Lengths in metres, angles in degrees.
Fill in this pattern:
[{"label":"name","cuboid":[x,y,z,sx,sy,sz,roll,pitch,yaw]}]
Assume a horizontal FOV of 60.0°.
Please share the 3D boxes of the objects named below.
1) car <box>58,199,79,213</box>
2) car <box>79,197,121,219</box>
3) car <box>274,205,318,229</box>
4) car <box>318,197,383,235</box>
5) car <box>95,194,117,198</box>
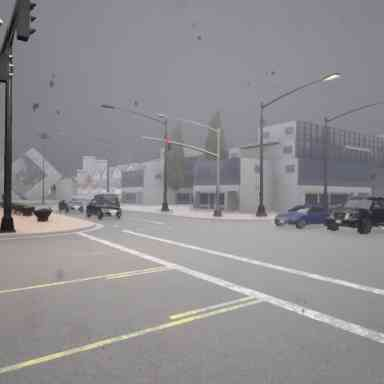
[{"label":"car","cuboid":[-13.651,1.499,37.373,2.128,1.511,4.902,1,0,-35]},{"label":"car","cuboid":[-7.749,1.501,28.899,2.128,1.511,4.902,1,0,-35]},{"label":"car","cuboid":[7.566,1.622,22.306,4.674,1.442,1.812,1,0,-36]},{"label":"car","cuboid":[10.353,1.327,19.997,5.566,2.045,2.150,1,0,-36]},{"label":"car","cuboid":[-10.397,1.263,39.045,2.150,2.045,5.566,1,0,-35]}]
